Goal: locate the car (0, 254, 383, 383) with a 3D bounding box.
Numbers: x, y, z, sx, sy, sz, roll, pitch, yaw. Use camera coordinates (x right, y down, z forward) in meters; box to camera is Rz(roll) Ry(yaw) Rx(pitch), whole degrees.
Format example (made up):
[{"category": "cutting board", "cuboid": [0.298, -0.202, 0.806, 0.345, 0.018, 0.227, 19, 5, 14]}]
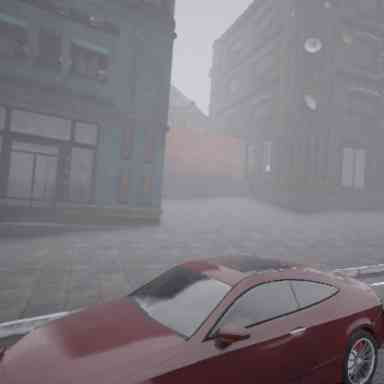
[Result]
[{"category": "car", "cuboid": [0.363, 1.541, 3.880, 4.674, 1.442, 1.812, 1, -1, -31]}]
